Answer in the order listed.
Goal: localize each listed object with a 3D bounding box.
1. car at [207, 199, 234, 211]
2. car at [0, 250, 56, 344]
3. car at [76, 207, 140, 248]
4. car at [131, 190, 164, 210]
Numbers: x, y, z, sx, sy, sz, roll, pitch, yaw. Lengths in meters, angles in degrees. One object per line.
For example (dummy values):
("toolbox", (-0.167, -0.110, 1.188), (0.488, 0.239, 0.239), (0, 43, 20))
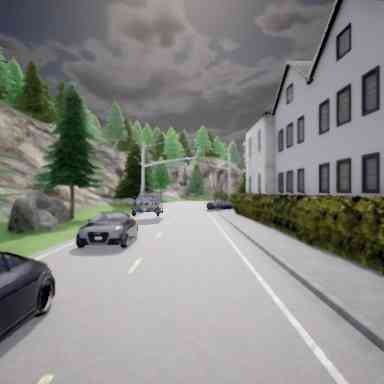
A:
("car", (3.952, 1.586, 41.388), (4.181, 1.385, 1.994), (0, -1, -27))
("car", (-3.598, 1.567, 4.705), (1.994, 1.385, 4.181), (0, 0, 0))
("car", (-3.587, 1.572, 14.705), (1.994, 1.385, 4.181), (0, 0, 0))
("car", (-3.499, 0.855, 27.150), (2.150, 2.045, 5.566), (0, 0, 0))
